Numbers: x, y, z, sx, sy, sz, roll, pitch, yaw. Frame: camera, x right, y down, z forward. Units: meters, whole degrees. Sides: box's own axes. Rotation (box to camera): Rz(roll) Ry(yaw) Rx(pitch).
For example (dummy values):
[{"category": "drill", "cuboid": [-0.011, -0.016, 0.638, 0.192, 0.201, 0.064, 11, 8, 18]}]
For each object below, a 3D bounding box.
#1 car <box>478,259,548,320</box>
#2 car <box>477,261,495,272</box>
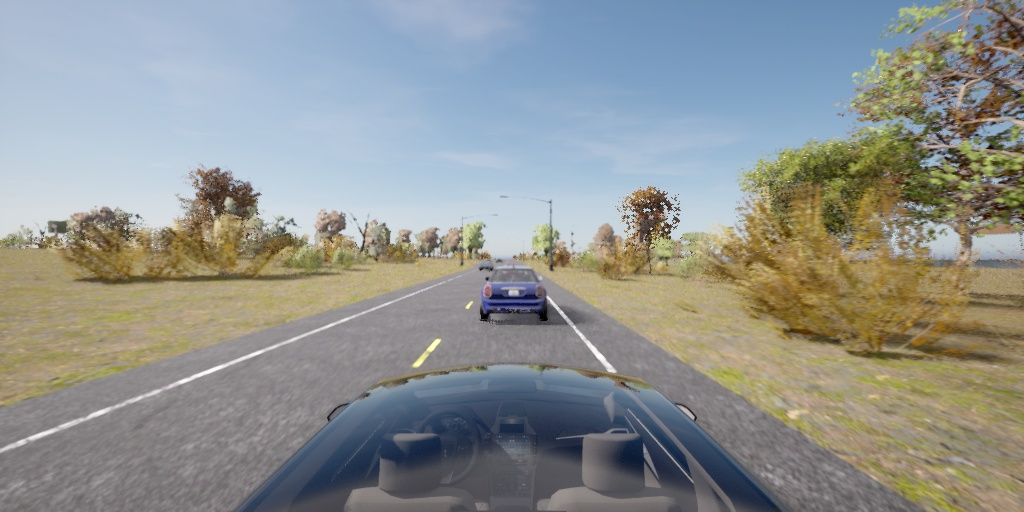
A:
[{"category": "car", "cuboid": [0.066, 1.113, 12.764, 2.097, 1.767, 4.553, 0, 0, 0]}, {"category": "car", "cuboid": [-3.577, 1.364, 49.755, 2.033, 1.411, 5.357, 0, 0, 0]}]
